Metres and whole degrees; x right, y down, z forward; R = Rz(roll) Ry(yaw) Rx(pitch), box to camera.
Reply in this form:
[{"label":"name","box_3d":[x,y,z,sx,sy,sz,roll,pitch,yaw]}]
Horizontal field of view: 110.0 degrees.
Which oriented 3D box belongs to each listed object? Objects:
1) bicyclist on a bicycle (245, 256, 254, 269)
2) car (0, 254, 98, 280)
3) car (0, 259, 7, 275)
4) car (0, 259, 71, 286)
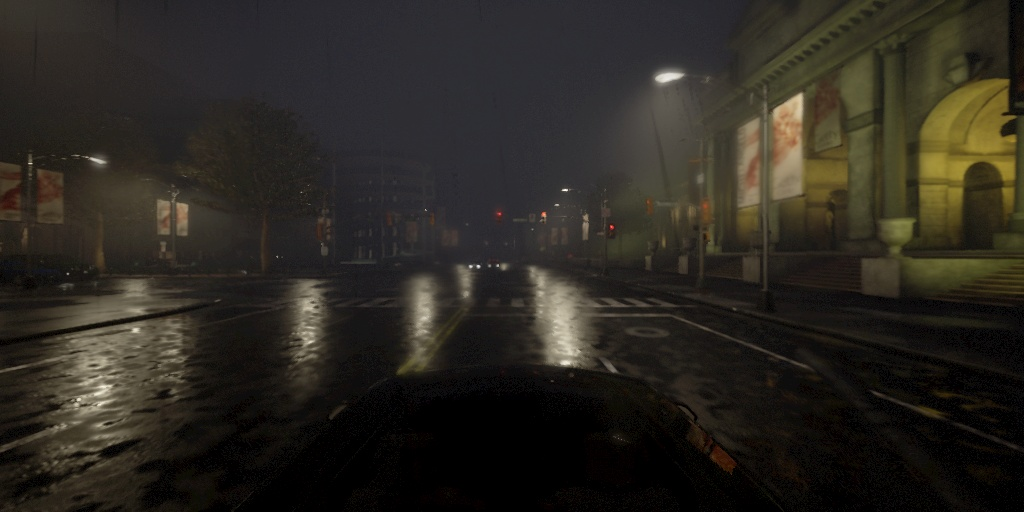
[{"label":"bicyclist on a bicycle","box_3d":[-34.249,0.875,46.848,0.582,1.620,1.656,0,1,0]},{"label":"car","box_3d":[-35.304,0.869,27.372,5.566,2.045,2.150,0,0,0]},{"label":"car","box_3d":[-53.811,1.107,35.379,4.902,1.511,2.128,0,0,0]},{"label":"car","box_3d":[-33.236,1.140,23.879,5.008,1.535,1.882,0,0,0]}]
